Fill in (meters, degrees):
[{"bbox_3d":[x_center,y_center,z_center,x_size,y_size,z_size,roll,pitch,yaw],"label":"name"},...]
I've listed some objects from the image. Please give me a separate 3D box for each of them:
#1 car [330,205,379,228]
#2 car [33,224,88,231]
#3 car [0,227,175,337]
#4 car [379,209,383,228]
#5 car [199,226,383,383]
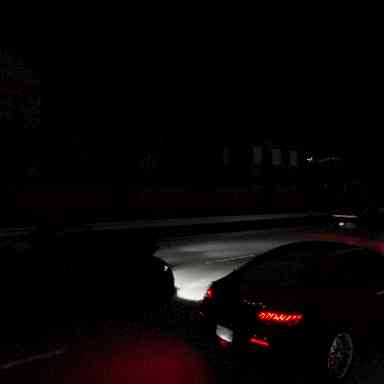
[{"bbox_3d":[10.126,1.540,19.536,4.902,1.511,2.128,0,0,-35],"label":"car"},{"bbox_3d":[-3.395,1.608,9.917,4.718,1.301,1.895,0,0,-35],"label":"car"},{"bbox_3d":[-2.408,1.568,6.323,4.181,1.385,1.994,0,0,-35],"label":"car"},{"bbox_3d":[11.428,1.524,16.168,5.008,1.535,1.882,0,0,-35],"label":"car"},{"bbox_3d":[2.258,1.538,5.353,4.674,1.442,1.812,0,0,-36],"label":"car"}]
